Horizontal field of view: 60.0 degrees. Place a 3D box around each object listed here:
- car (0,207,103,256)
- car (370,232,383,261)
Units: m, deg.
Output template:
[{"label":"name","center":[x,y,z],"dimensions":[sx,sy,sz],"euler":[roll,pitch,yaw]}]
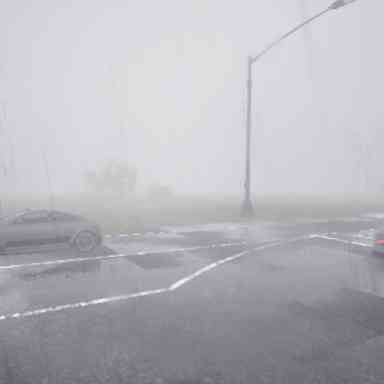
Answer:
[{"label":"car","center":[-4.940,1.190,10.343],"dimensions":[4.181,1.385,1.994],"euler":[-1,2,-30]},{"label":"car","center":[7.301,1.357,9.281],"dimensions":[5.357,1.411,2.033],"euler":[0,2,-30]}]
